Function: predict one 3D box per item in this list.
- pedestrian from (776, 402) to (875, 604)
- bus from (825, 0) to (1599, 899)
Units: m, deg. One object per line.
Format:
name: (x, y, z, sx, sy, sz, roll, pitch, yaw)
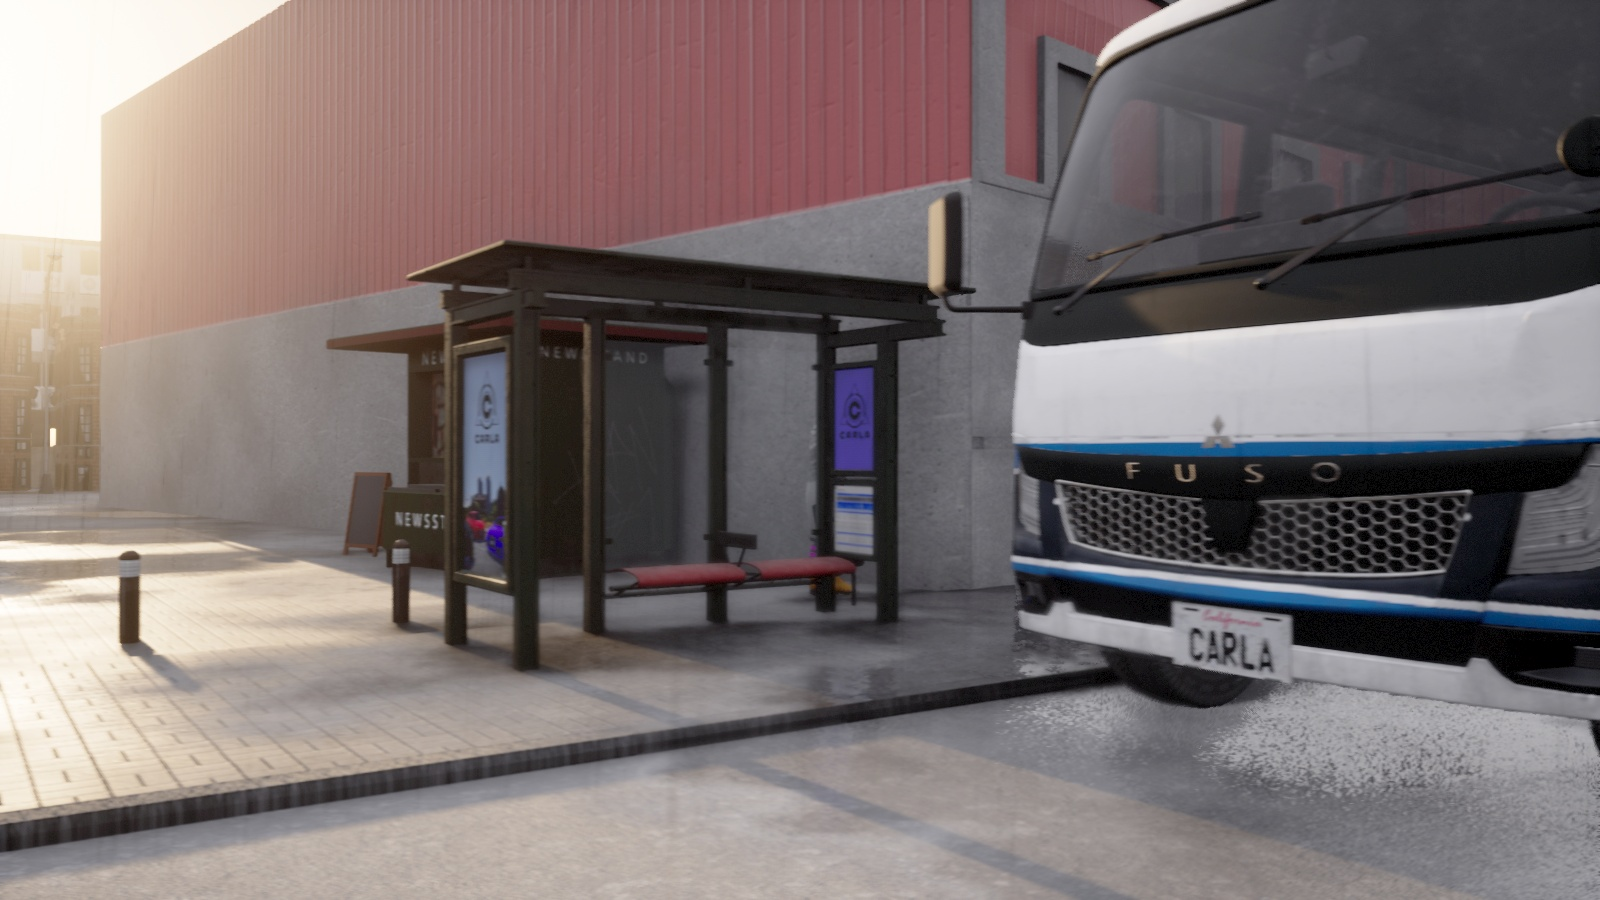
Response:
pedestrian: (0.243, 0.513, 12.552, 0.873, 1.952, 0.659, 0, 0, -9)
bus: (5.479, -0.632, 8.086, 10.273, 4.253, 3.944, 0, 0, -35)
